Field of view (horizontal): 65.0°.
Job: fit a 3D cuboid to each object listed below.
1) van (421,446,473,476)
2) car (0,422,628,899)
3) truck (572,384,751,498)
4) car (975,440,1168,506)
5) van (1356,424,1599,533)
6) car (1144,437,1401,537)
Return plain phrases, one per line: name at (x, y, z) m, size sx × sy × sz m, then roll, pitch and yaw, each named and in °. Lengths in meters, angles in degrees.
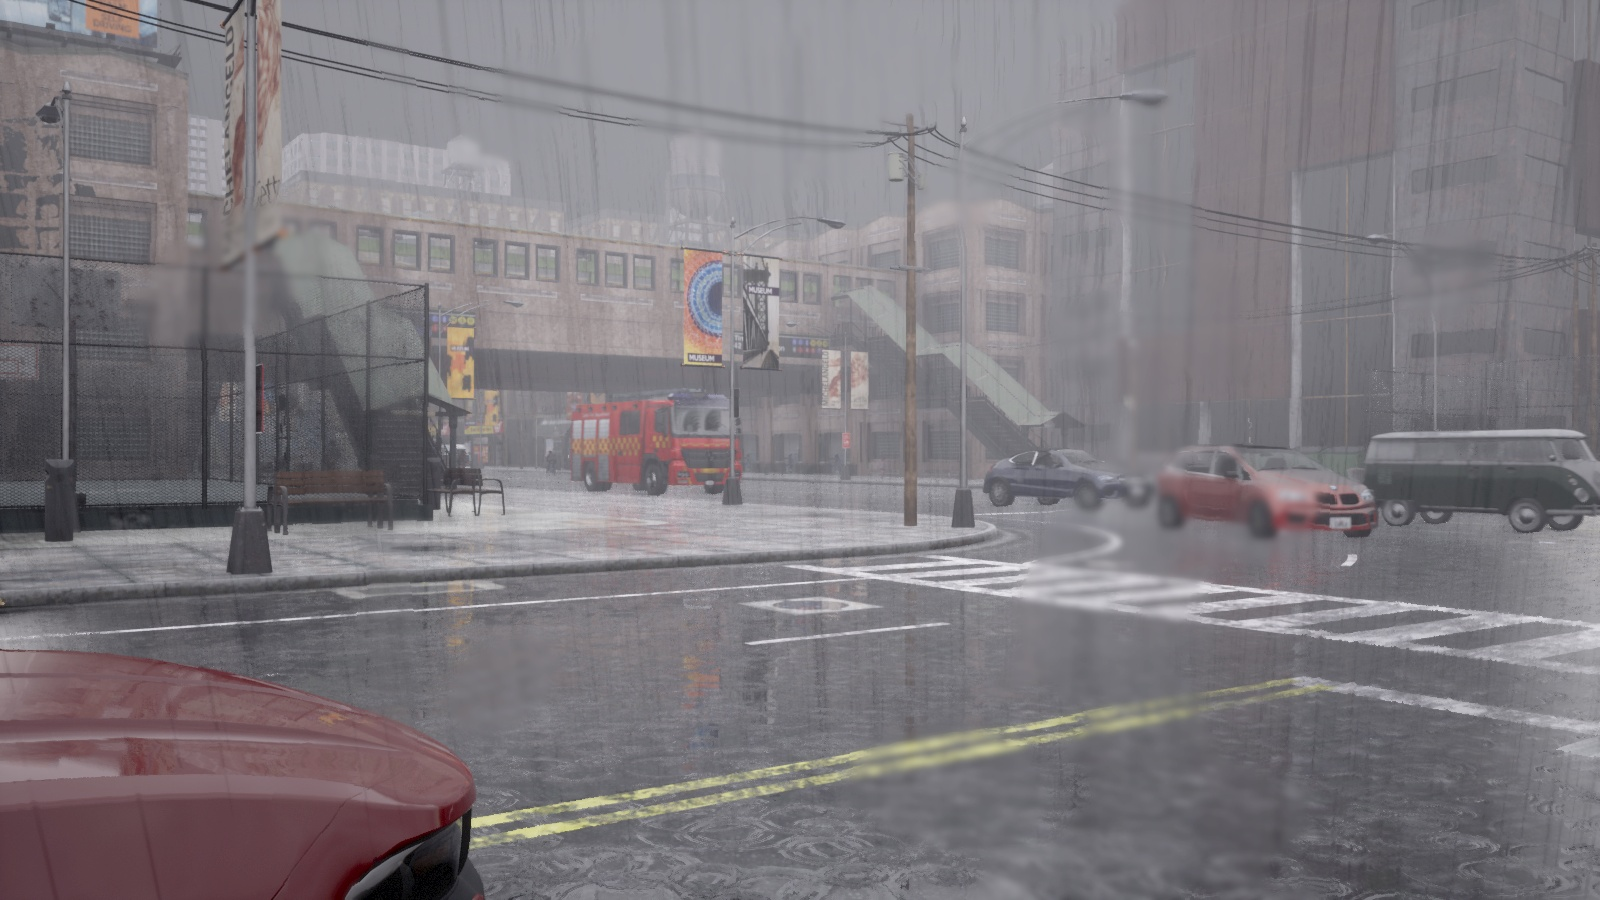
van at (-24.344, 0.731, 86.468) m, size 2.069 × 2.038 × 4.480 m, roll 0°, pitch 0°, yaw -35°
car at (-2.898, 0.733, 1.605) m, size 5.008 × 1.535 × 1.882 m, roll 0°, pitch 0°, yaw -36°
truck at (-5.320, -0.295, 46.506) m, size 2.891 × 3.827 × 8.468 m, roll 0°, pitch 0°, yaw -35°
car at (7.328, 0.592, 34.399) m, size 2.152 × 1.651 × 5.027 m, roll 0°, pitch 0°, yaw -35°
van at (13.722, 0.530, 25.171) m, size 1.775 × 1.987 × 4.442 m, roll 0°, pitch 0°, yaw -35°
car at (8.628, 0.628, 23.446) m, size 2.242 × 1.667 × 4.611 m, roll 0°, pitch 0°, yaw -15°
